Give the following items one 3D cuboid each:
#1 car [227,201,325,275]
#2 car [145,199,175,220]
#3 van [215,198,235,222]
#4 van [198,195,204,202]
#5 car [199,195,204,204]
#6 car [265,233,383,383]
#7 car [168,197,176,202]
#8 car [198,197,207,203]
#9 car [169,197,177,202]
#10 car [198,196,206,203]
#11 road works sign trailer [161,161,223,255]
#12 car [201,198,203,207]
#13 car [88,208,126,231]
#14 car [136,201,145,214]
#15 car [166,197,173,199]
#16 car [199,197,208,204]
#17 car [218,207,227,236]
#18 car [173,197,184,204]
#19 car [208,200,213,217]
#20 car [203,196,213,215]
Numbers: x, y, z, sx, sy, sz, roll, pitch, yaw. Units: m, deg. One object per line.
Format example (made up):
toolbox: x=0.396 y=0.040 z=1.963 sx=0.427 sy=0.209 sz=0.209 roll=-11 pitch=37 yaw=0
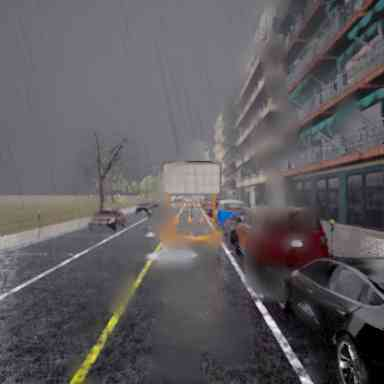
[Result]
car: x=2.572 y=1.365 z=10.539 sx=2.192 sy=1.841 sz=5.009 roll=1 pitch=0 yaw=0
car: x=-2.863 y=1.668 z=30.335 sx=1.812 sy=1.442 sz=4.674 roll=0 pitch=0 yaw=0
van: x=2.566 y=1.444 z=21.861 sx=1.690 sy=1.788 sz=3.998 roll=1 pitch=0 yaw=0
van: x=2.528 y=1.797 z=95.453 sx=1.690 sy=1.788 sz=3.998 roll=1 pitch=0 yaw=0
car: x=2.552 y=1.551 z=50.166 sx=2.192 sy=1.841 sz=5.009 roll=1 pitch=0 yaw=0
car: x=2.572 y=1.590 z=4.876 sx=1.947 sy=1.339 sz=4.313 roll=1 pitch=0 yaw=0
car: x=-5.351 y=1.975 z=89.192 sx=2.008 sy=1.369 sz=4.403 roll=1 pitch=0 yaw=0
car: x=2.535 y=1.923 z=78.469 sx=2.008 sy=1.369 sz=4.403 roll=1 pitch=0 yaw=0
car: x=-5.354 y=2.003 z=94.846 sx=2.008 sy=1.369 sz=4.403 roll=1 pitch=0 yaw=0
car: x=2.533 y=1.840 z=84.131 sx=1.967 sy=1.590 sz=4.097 roll=1 pitch=0 yaw=0
road works sign trailer: x=-0.007 y=0.528 z=13.588 sx=2.380 sy=3.560 sz=2.880 roll=0 pitch=0 yaw=0
car: x=2.551 y=1.791 z=44.504 sx=1.802 sy=1.307 sz=4.206 roll=1 pitch=0 yaw=0
car: x=-5.317 y=1.682 z=21.344 sx=1.802 sy=1.307 sz=4.206 roll=1 pitch=0 yaw=0
car: x=-5.326 y=1.745 z=38.306 sx=1.947 sy=1.339 sz=4.313 roll=1 pitch=0 yaw=0
car: x=-5.339 y=1.839 z=66.406 sx=1.752 sy=1.417 sz=4.829 roll=1 pitch=0 yaw=0
car: x=2.538 y=1.871 z=72.979 sx=1.752 sy=1.417 sz=4.829 roll=1 pitch=0 yaw=0
car: x=2.566 y=1.642 z=16.198 sx=1.947 sy=1.339 sz=4.313 roll=1 pitch=0 yaw=0
car: x=-2.786 y=1.924 z=71.987 sx=1.895 sy=1.301 sz=4.718 roll=0 pitch=0 yaw=0
car: x=2.561 y=1.656 z=27.691 sx=1.752 sy=1.417 sz=4.829 roll=1 pitch=0 yaw=0
car: x=2.560 y=1.471 z=33.183 sx=2.192 sy=1.841 sz=5.009 roll=1 pitch=0 yaw=0
